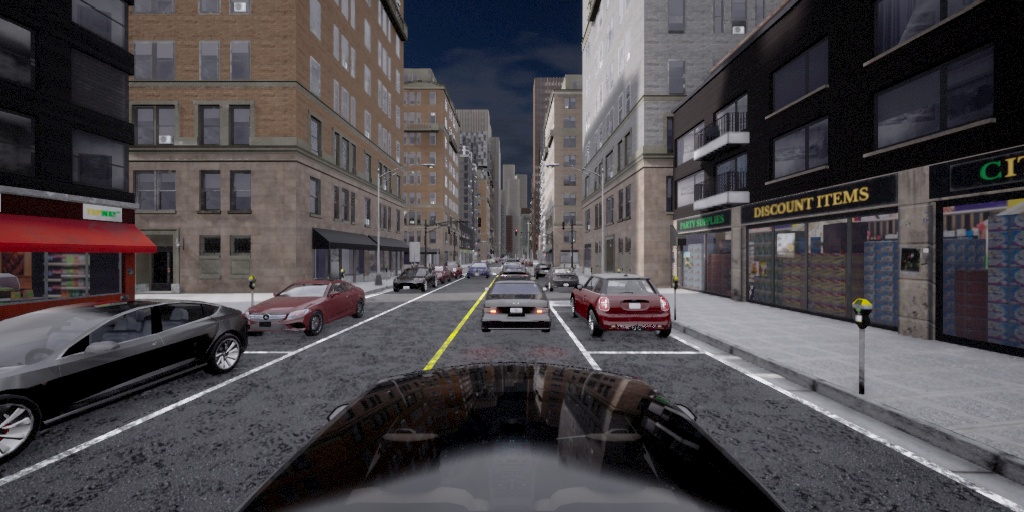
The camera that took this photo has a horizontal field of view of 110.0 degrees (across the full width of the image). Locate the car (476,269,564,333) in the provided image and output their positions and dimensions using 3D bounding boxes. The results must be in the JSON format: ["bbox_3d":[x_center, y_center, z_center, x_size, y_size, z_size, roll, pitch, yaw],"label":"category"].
[{"bbox_3d":[0.113,1.297,10.769,2.033,1.411,5.357,0,0,0],"label":"car"}]

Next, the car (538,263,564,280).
[{"bbox_3d":[2.894,1.301,21.299,2.007,1.370,4.403,0,0,0],"label":"car"}]

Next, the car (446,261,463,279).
[{"bbox_3d":[-5.609,1.193,32.320,1.967,1.591,4.097,0,0,0],"label":"car"}]

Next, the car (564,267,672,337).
[{"bbox_3d":[2.872,1.190,10.297,1.967,1.591,4.097,0,0,0],"label":"car"}]

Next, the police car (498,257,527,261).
[{"bbox_3d":[0.057,1.178,31.311,1.930,1.638,5.238,0,0,0],"label":"police car"}]

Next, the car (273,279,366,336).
[{"bbox_3d":[-5.654,1.332,10.315,1.802,1.307,4.207,0,0,0],"label":"car"}]

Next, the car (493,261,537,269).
[{"bbox_3d":[0.136,1.242,21.291,2.128,1.511,4.902,0,0,0],"label":"car"}]

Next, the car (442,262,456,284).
[{"bbox_3d":[-5.620,1.334,26.818,1.802,1.307,4.207,0,0,0],"label":"car"}]

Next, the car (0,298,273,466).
[{"bbox_3d":[-5.665,1.316,4.813,1.948,1.339,4.313,0,0,0],"label":"car"}]

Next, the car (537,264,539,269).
[{"bbox_3d":[2.917,1.319,32.302,1.948,1.339,4.313,0,0,0],"label":"car"}]

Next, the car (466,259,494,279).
[{"bbox_3d":[-2.947,1.280,32.568,1.812,1.442,4.674,0,0,0],"label":"car"}]

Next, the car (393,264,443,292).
[{"bbox_3d":[-5.631,1.317,21.317,1.948,1.339,4.313,0,0,0],"label":"car"}]
